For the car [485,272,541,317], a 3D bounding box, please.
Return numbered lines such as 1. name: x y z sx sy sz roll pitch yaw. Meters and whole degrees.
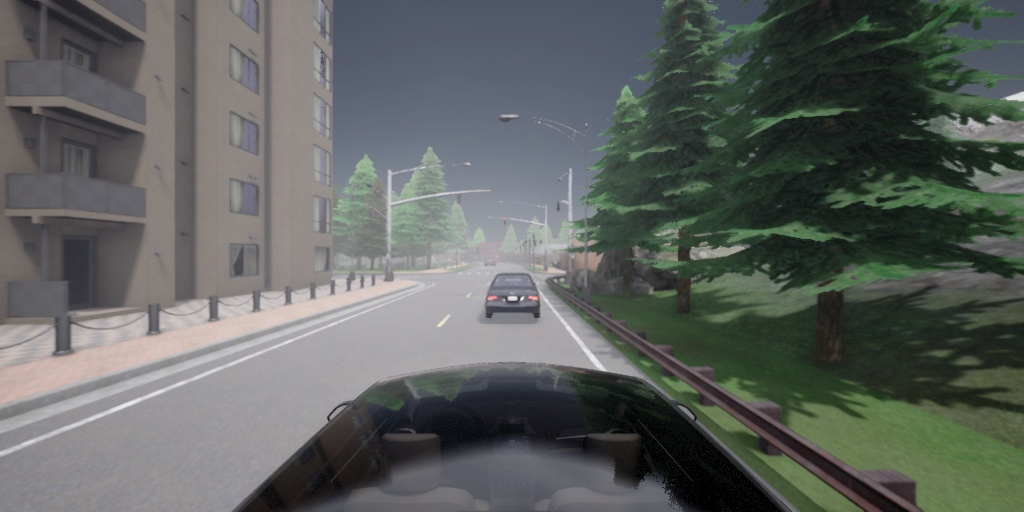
1. car: 0.043 1.304 13.153 2.033 1.411 5.357 0 0 1
